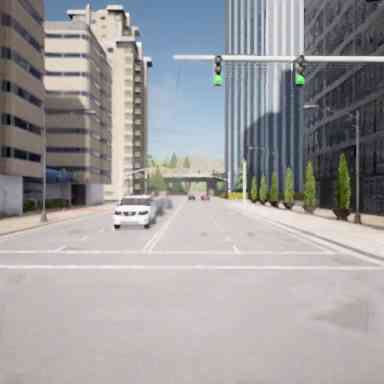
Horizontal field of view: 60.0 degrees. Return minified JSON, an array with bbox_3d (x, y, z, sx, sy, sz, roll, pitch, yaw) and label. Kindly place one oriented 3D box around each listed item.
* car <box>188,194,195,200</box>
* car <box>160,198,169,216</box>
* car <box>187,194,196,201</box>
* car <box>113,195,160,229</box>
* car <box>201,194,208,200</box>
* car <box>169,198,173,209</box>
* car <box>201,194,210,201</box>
[{"bbox_3d":[-0.061,1.330,92.940,1.812,1.442,4.674,0,0,0],"label":"car"},{"bbox_3d":[-3.616,1.475,32.312,1.882,1.535,5.008,0,0,0],"label":"car"},{"bbox_3d":[-0.054,1.454,82.508,1.837,1.490,4.892,0,0,0],"label":"car"},{"bbox_3d":[-3.612,1.228,21.965,2.150,2.045,5.566,0,0,0],"label":"car"},{"bbox_3d":[3.439,1.365,92.943,1.994,1.385,4.181,0,0,0],"label":"car"},{"bbox_3d":[-3.587,1.511,44.819,1.812,1.442,4.674,0,0,0],"label":"car"},{"bbox_3d":[3.445,1.513,82.927,1.994,1.385,4.181,0,0,0],"label":"car"}]
